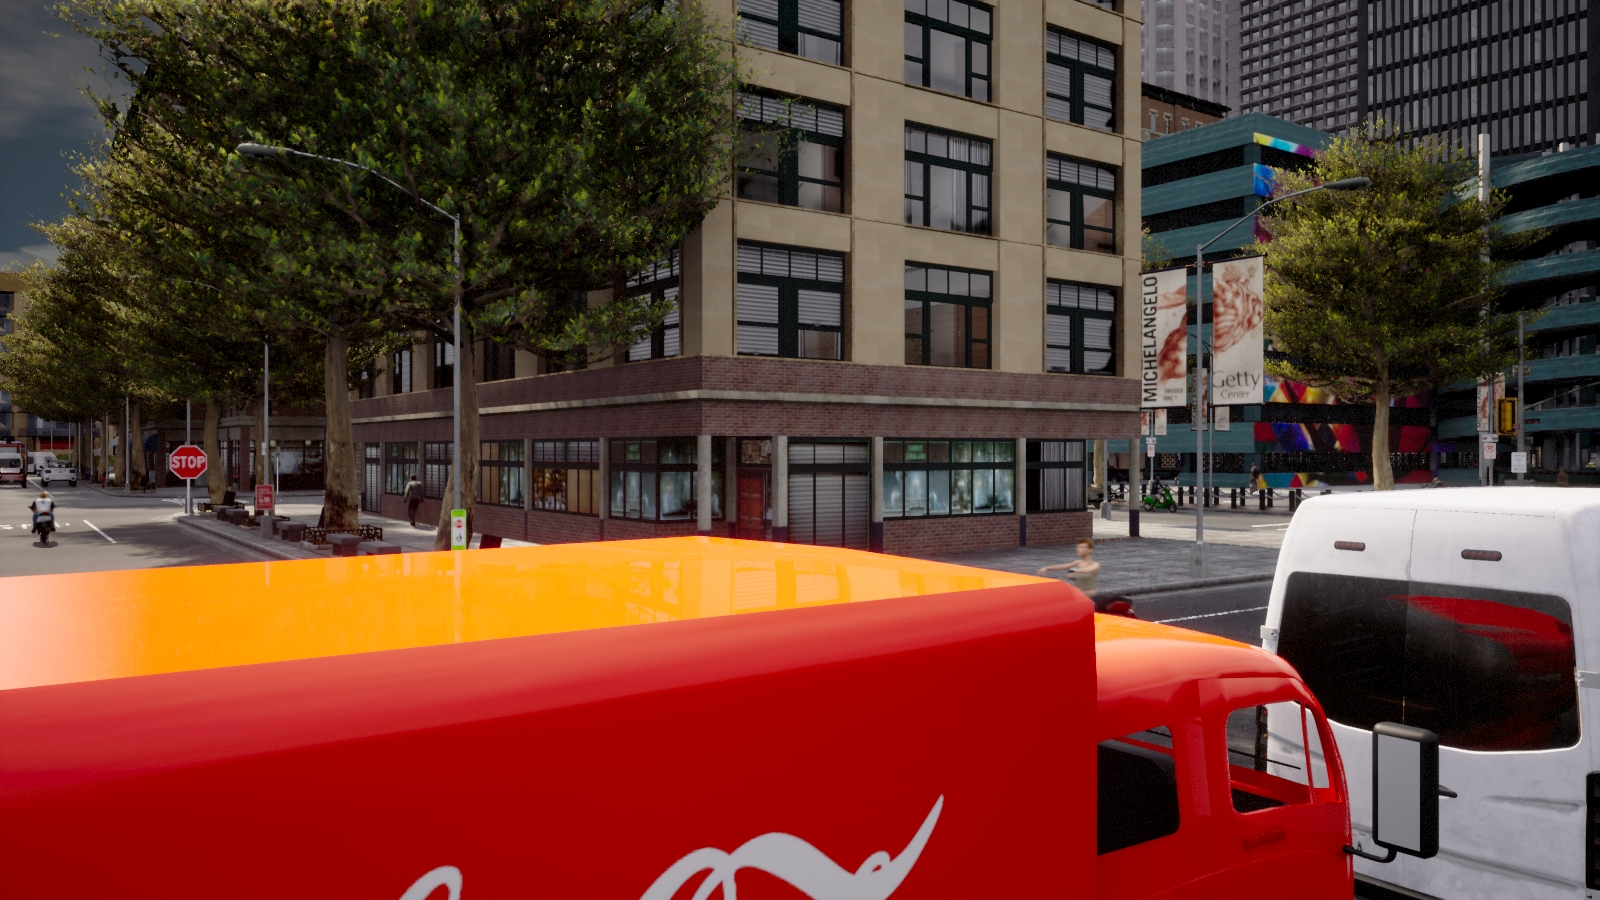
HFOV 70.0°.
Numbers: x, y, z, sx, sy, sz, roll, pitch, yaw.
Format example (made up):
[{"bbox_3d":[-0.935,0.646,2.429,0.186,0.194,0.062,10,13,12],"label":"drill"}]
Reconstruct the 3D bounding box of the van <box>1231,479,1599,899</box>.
[{"bbox_3d":[5.568,1.531,7.705,5.915,2.561,1.988,0,0,-35],"label":"van"}]

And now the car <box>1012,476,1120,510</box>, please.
[{"bbox_3d":[12.913,2.045,55.772,2.231,1.480,4.892,0,0,-35],"label":"car"}]

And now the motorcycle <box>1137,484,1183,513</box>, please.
[{"bbox_3d":[16.126,2.166,51.225,0.856,1.236,1.805,0,0,-35],"label":"motorcycle"}]

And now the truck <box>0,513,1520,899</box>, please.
[{"bbox_3d":[-0.425,1.567,3.494,5.204,2.467,2.627,0,0,-35],"label":"truck"}]

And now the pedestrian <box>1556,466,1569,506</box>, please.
[{"bbox_3d":[35.558,1.675,53.286,0.375,1.860,0.375,0,0,5],"label":"pedestrian"}]

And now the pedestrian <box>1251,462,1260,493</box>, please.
[{"bbox_3d":[27.679,1.673,69.420,0.375,1.860,0.375,0,0,-29],"label":"pedestrian"}]

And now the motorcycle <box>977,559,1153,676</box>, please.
[{"bbox_3d":[3.517,2.165,15.087,2.356,1.277,0.764,0,0,-30],"label":"motorcycle"}]

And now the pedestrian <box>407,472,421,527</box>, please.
[{"bbox_3d":[-13.197,1.691,39.079,0.375,1.860,0.375,0,0,-36],"label":"pedestrian"}]

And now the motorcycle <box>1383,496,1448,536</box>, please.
[{"bbox_3d":[20.320,2.168,37.715,1.805,1.236,0.856,0,0,34],"label":"motorcycle"}]

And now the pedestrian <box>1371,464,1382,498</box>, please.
[{"bbox_3d":[31.478,1.673,62.369,0.375,1.860,0.375,0,0,-30],"label":"pedestrian"}]
